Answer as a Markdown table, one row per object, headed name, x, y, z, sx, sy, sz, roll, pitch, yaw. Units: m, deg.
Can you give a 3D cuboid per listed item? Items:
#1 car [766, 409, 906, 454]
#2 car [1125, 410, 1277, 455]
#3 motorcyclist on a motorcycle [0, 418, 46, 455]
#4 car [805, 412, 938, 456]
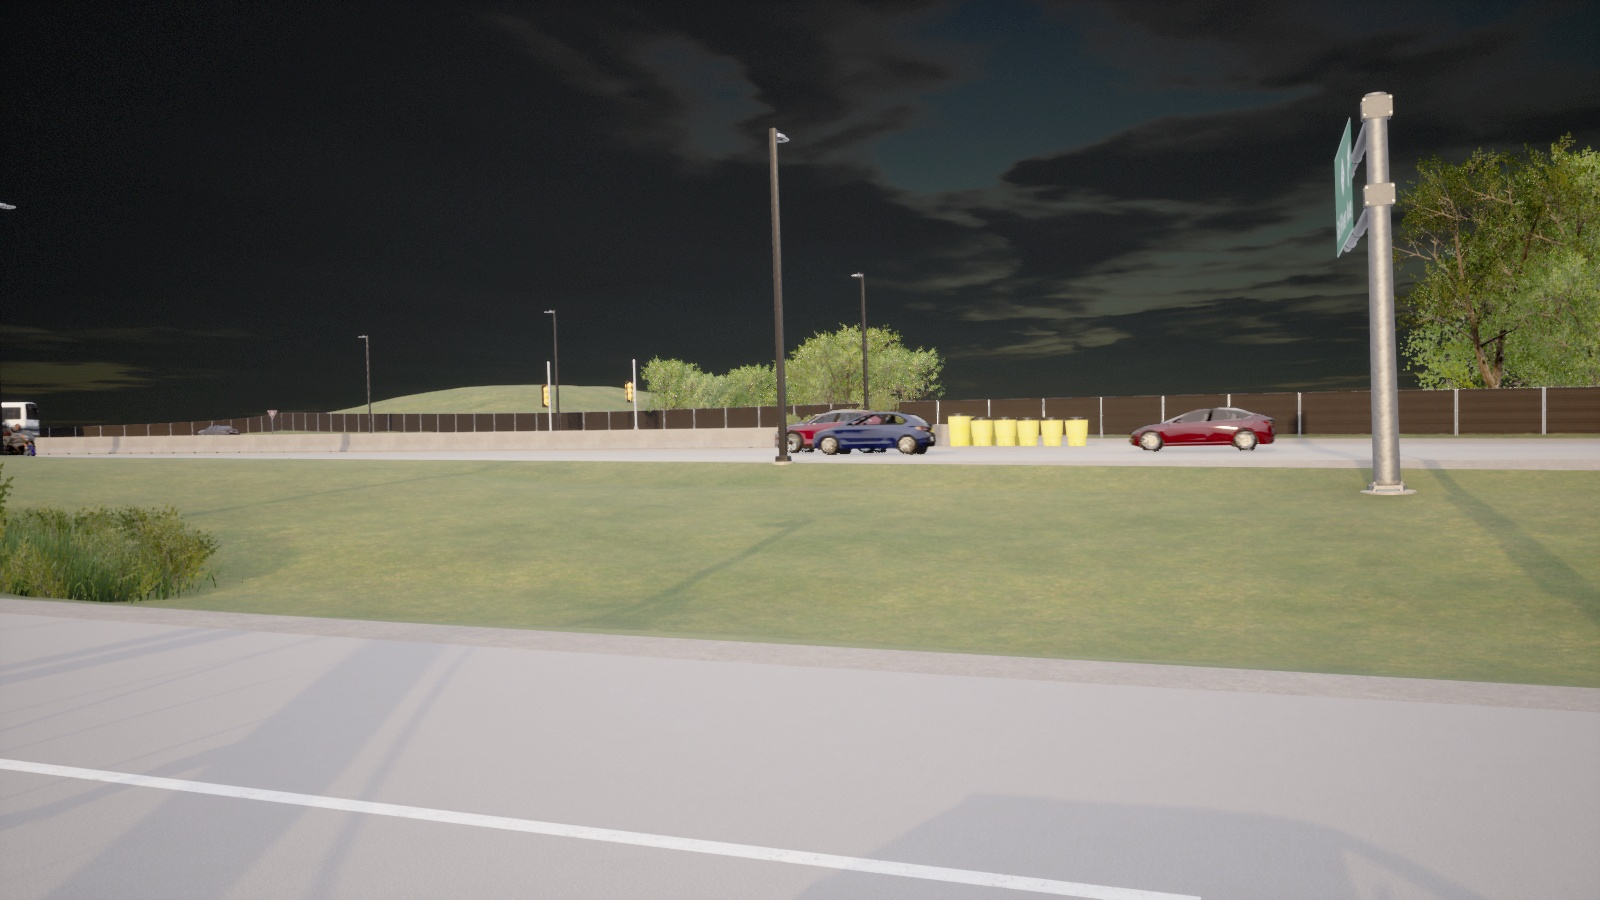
| name | x | y | z | sx | sy | sz | roll | pitch | yaw |
| --- | --- | --- | --- | --- | --- | --- | --- | --- | --- |
| car | 1.358 | -0.681 | 47.239 | 4.856 | 1.649 | 2.033 | 0 | 1 | 20 |
| car | 13.652 | -0.592 | 42.771 | 4.792 | 1.488 | 2.163 | 0 | 1 | 20 |
| motorcyclist on a motorcycle | -32.480 | -0.551 | 52.094 | 2.191 | 1.530 | 0.866 | 0 | 1 | 20 |
| car | 2.463 | -0.545 | 43.115 | 4.193 | 1.474 | 1.816 | 0 | 1 | 20 |
